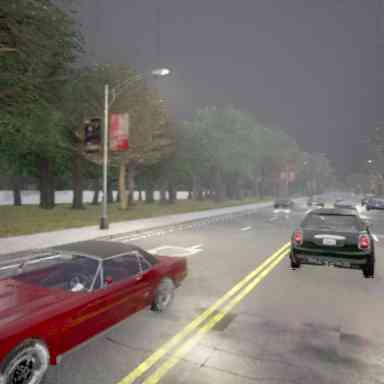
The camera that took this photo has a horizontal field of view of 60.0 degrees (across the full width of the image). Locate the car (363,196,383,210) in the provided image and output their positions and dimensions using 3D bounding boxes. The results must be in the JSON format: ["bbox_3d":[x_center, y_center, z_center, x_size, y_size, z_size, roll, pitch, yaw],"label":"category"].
[{"bbox_3d":[21.079,1.456,38.127,1.994,1.385,4.181,1,0,25],"label":"car"}]

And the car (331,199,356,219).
[{"bbox_3d":[13.067,1.408,28.589,1.812,1.442,4.674,1,0,25],"label":"car"}]

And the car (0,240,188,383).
[{"bbox_3d":[-1.876,1.536,5.224,1.895,1.301,4.718,1,1,26],"label":"car"}]

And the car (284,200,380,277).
[{"bbox_3d":[4.462,1.296,10.479,2.097,1.767,4.553,1,1,26],"label":"car"}]

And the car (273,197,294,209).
[{"bbox_3d":[11.278,1.329,40.500,2.033,1.411,5.357,1,0,25],"label":"car"}]

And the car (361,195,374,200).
[{"bbox_3d":[26.641,1.227,50.053,2.097,1.767,4.553,1,0,25],"label":"car"}]

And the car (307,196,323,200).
[{"bbox_3d":[15.963,1.304,42.817,2.128,1.511,4.902,1,0,25],"label":"car"}]
